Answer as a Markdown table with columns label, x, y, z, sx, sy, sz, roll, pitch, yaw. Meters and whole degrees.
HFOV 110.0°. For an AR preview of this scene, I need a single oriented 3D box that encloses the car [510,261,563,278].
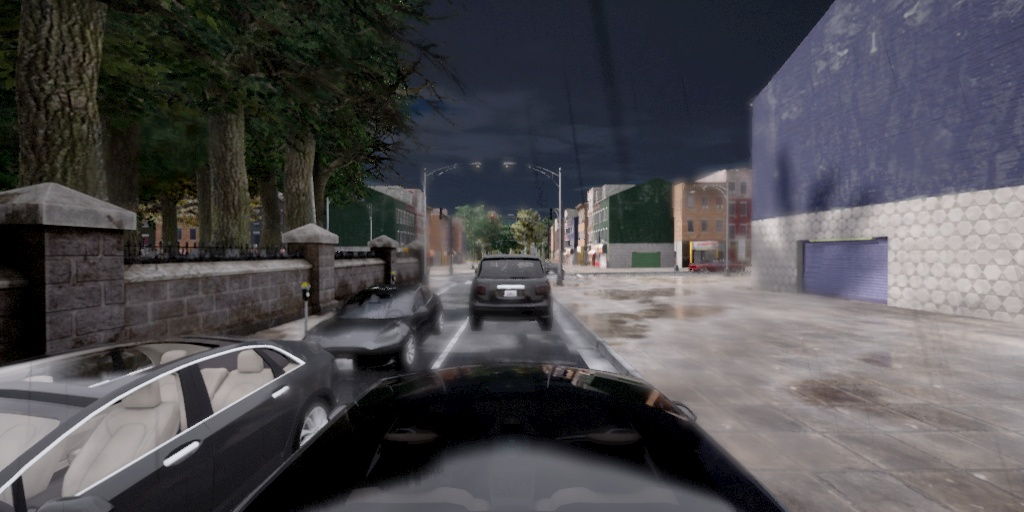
| label | x | y | z | sx | sy | sz | roll | pitch | yaw |
| --- | --- | --- | --- | --- | --- | --- | --- | --- | --- |
| car | 2.298 | 1.241 | 34.343 | 4.892 | 1.490 | 1.837 | -1 | 0 | 0 |

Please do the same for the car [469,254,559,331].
| label | x | y | z | sx | sy | sz | roll | pitch | yaw |
| --- | --- | --- | --- | --- | --- | --- | --- | --- | --- |
| car | -0.011 | 0.970 | 11.062 | 2.150 | 2.045 | 5.566 | 0 | 0 | 0 |

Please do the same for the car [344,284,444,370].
| label | x | y | z | sx | sy | sz | roll | pitch | yaw |
| --- | --- | --- | --- | --- | --- | --- | --- | --- | --- |
| car | -2.634 | 1.314 | 7.762 | 1.948 | 1.339 | 4.313 | 0 | 0 | 0 |

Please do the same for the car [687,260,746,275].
| label | x | y | z | sx | sy | sz | roll | pitch | yaw |
| --- | --- | --- | --- | --- | --- | --- | --- | --- | --- |
| car | 19.506 | 1.059 | 34.322 | 4.718 | 1.301 | 1.895 | -1 | 1 | 0 |

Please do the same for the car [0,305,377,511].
| label | x | y | z | sx | sy | sz | roll | pitch | yaw |
| --- | --- | --- | --- | --- | --- | --- | --- | --- | --- |
| car | -2.641 | 1.300 | 2.073 | 2.007 | 1.370 | 4.403 | 0 | 0 | 0 |
